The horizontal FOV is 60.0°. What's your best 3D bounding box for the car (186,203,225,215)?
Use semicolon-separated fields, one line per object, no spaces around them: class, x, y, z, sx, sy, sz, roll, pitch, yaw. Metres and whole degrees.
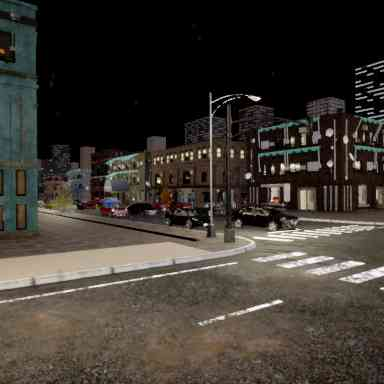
car;1.751;1.810;35.512;2.008;1.369;4.403;-2;0;-35

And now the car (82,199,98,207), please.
car;-20.645;2.228;67.129;1.887;1.381;4.507;-1;0;-35

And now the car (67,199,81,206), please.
car;-27.043;2.364;76.163;1.947;1.339;4.313;-1;0;-35

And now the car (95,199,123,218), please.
car;-8.289;1.846;35.183;1.967;1.590;4.097;-1;0;-35

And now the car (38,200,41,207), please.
car;-30.682;2.376;66.802;2.008;1.369;4.403;-1;0;-35

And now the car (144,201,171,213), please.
car;-4.646;1.966;44.545;1.802;1.307;4.206;-1;0;-35

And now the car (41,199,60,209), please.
car;-24.185;2.233;57.628;1.752;1.417;4.829;-1;0;-35

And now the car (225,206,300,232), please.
car;4.654;1.671;21.629;1.837;1.490;4.892;-1;0;-37

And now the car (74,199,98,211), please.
car;-16.130;2.136;50.887;1.994;1.385;4.181;-1;0;-35

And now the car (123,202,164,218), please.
car;-5.269;1.888;35.430;1.812;1.442;4.674;-1;0;-35

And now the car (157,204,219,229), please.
car;-0.364;1.815;23.789;1.947;1.339;4.313;-1;0;-35

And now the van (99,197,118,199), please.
van;-14.251;1.907;58.096;1.690;1.788;3.998;-1;0;-35

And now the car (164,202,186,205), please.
car;-1.448;1.904;40.029;1.802;1.307;4.206;-2;0;-35
